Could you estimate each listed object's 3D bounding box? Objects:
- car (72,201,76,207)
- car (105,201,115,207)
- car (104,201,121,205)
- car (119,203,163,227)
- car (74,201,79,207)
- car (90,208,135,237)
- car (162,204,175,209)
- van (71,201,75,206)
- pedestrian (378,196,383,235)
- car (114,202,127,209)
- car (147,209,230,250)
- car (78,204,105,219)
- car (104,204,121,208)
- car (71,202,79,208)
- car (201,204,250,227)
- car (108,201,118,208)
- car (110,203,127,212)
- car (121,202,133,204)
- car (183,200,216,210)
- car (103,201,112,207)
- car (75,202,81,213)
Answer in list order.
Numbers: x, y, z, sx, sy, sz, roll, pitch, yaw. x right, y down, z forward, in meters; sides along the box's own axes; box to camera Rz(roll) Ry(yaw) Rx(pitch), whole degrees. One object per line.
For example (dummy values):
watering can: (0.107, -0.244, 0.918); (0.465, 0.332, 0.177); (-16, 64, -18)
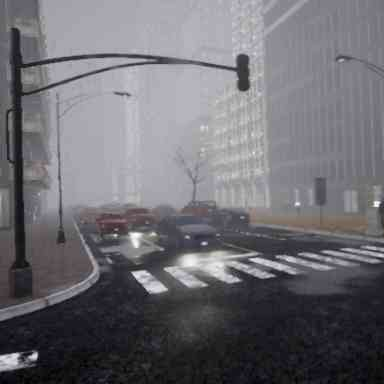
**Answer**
car: (-19.120, 2.790, 57.338); (1.947, 1.339, 4.313); (-1, -1, -21)
car: (-21.262, 3.165, 86.114); (2.008, 1.369, 4.403); (-1, -1, -21)
car: (-11.328, 2.346, 44.480); (2.128, 1.511, 4.902); (-1, -1, -21)
car: (-4.031, 1.916, 25.480); (1.882, 1.535, 5.008); (-1, -1, -21)
car: (-17.069, 2.630, 52.031); (1.752, 1.417, 4.829); (-1, -1, -21)
car: (-5.181, 1.974, 21.288); (1.887, 1.381, 4.507); (-1, -1, -21)
car: (-3.342, 2.134, 39.762); (1.947, 1.339, 4.313); (-1, -1, -21)
van: (-29.082, 3.154, 83.092); (1.690, 1.788, 3.998); (-1, -1, -21)
pedestrian: (9.056, 1.095, 15.640); (0.375, 1.860, 0.375); (-1, -1, -21)
car: (-15.289, 2.824, 70.663); (1.947, 1.339, 4.313); (-1, -1, -21)
car: (-0.435, 1.785, 16.178); (2.033, 1.411, 5.357); (-1, -1, -21)
car: (-11.155, 2.312, 36.738); (1.887, 1.381, 4.507); (-1, -1, -21)
car: (-7.613, 2.242, 34.765); (1.895, 1.301, 4.718); (-1, -1, -21)
car: (-31.067, 3.477, 88.240); (1.887, 1.381, 4.507); (-1, -1, -21)
car: (2.632, 1.796, 24.311); (1.947, 1.339, 4.313); (-1, -1, -21)
car: (-19.274, 2.935, 80.965); (1.967, 1.590, 4.097); (-1, -1, -21)
car: (-12.295, 2.548, 55.450); (2.033, 1.411, 5.357); (-1, -1, -21)
car: (-8.587, 2.267, 45.983); (1.882, 1.535, 5.008); (-1, -1, -21)
car: (0.634, 1.658, 29.465); (2.192, 1.841, 5.009); (-1, -1, -21)
car: (-23.253, 3.284, 91.265); (2.008, 1.369, 4.403); (-1, -1, -21)
car: (-15.077, 2.516, 46.880); (1.752, 1.417, 4.829); (-1, -1, -21)
